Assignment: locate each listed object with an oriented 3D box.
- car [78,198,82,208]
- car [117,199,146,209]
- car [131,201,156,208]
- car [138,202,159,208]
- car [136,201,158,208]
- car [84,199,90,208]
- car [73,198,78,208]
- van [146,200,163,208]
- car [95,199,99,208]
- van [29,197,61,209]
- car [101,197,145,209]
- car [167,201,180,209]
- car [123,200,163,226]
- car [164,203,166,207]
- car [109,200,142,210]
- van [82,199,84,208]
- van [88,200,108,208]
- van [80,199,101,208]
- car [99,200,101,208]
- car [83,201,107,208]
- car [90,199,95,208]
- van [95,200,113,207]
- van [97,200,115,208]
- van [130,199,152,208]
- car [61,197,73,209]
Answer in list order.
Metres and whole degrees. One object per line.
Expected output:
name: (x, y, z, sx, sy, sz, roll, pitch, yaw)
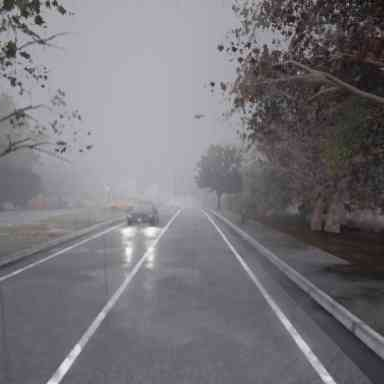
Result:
car: (-23.496, 2.274, 60.900, 4.892, 1.521, 2.231, 0, -2, 0)
car: (-10.451, 2.062, 57.939, 4.553, 1.767, 2.185, 0, -2, 0)
car: (-10.441, 2.717, 71.801, 5.008, 1.535, 2.097, 0, -2, 0)
car: (-10.448, 3.077, 80.121, 4.674, 1.452, 2.002, 0, -2, 0)
car: (-10.412, 2.960, 77.346, 4.792, 1.488, 2.163, 0, -2, 0)
car: (-23.478, 2.360, 66.441, 4.553, 1.767, 2.185, 0, -2, 0)
car: (-23.315, 2.166, 58.135, 5.366, 1.575, 1.946, 0, -2, 0)
van: (-10.341, 3.297, 91.209, 4.442, 1.987, 1.878, 0, -3, 0)
car: (-23.511, 2.698, 71.973, 5.008, 1.535, 2.097, 0, -2, 0)
van: (-23.610, 1.748, 52.485, 4.442, 1.987, 1.878, 0, -2, 0)
car: (-10.225, 1.912, 49.621, 5.366, 1.575, 1.946, 0, -2, 0)
car: (-3.361, 2.538, 65.896, 1.812, 1.442, 4.674, 0, -2, 0)
car: (-3.380, 1.555, 23.696, 1.812, 1.442, 4.674, 0, 0, 0)
car: (-10.482, 3.120, 88.439, 5.566, 2.045, 2.435, 0, -3, 0)
car: (-10.419, 1.999, 52.389, 4.892, 1.521, 2.231, 0, -2, 0)
van: (-23.622, 2.153, 63.677, 4.442, 1.987, 1.878, 0, -2, 0)
van: (-23.411, 2.898, 83.054, 4.442, 1.987, 1.878, 0, -2, 0)
van: (-23.638, 2.685, 77.518, 4.442, 1.987, 1.878, 0, -2, 0)
car: (-23.513, 2.806, 74.741, 4.892, 1.521, 2.231, 0, -2, 0)
car: (-23.340, 3.015, 80.279, 5.366, 1.575, 1.946, 0, -2, 0)
car: (-23.507, 2.587, 69.080, 5.008, 1.535, 2.097, 0, -2, 0)
van: (-23.417, 3.120, 88.441, 4.442, 1.987, 1.878, 0, -3, 0)
van: (-23.654, 3.278, 91.339, 4.442, 1.987, 1.878, 0, -3, 0)
van: (-10.549, 2.385, 69.035, 4.442, 1.987, 1.878, 0, -2, 0)
car: (-23.524, 1.817, 55.376, 5.566, 2.045, 2.435, 0, -2, 0)
